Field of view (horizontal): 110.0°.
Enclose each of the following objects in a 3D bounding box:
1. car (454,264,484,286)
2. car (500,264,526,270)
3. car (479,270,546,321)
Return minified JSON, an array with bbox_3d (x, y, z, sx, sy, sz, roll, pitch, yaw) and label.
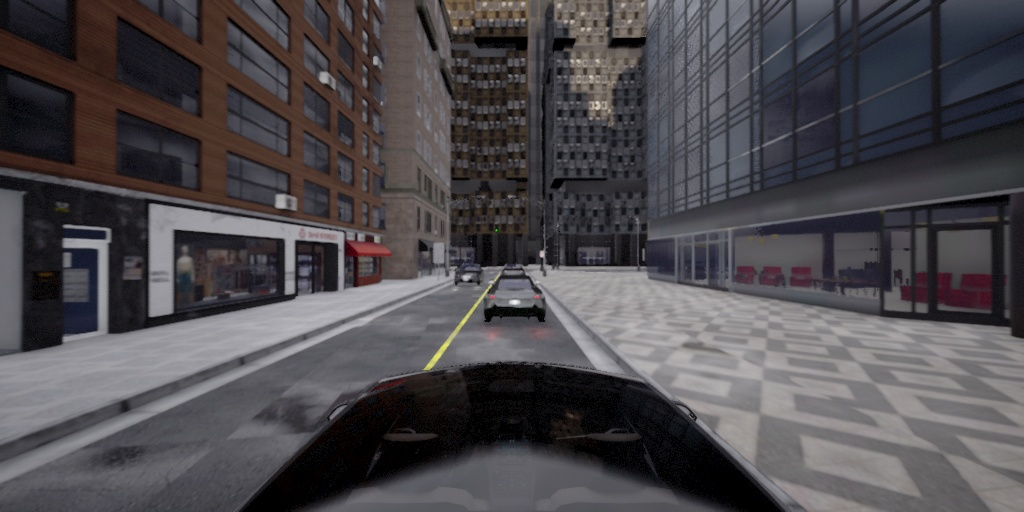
[{"bbox_3d":[-3.090,1.339,26.563,2.128,1.511,4.902,0,0,0],"label":"car"},{"bbox_3d":[0.094,1.345,28.564,2.128,1.511,4.902,0,0,0],"label":"car"},{"bbox_3d":[0.090,1.353,12.650,1.994,1.385,4.181,0,0,0],"label":"car"}]
